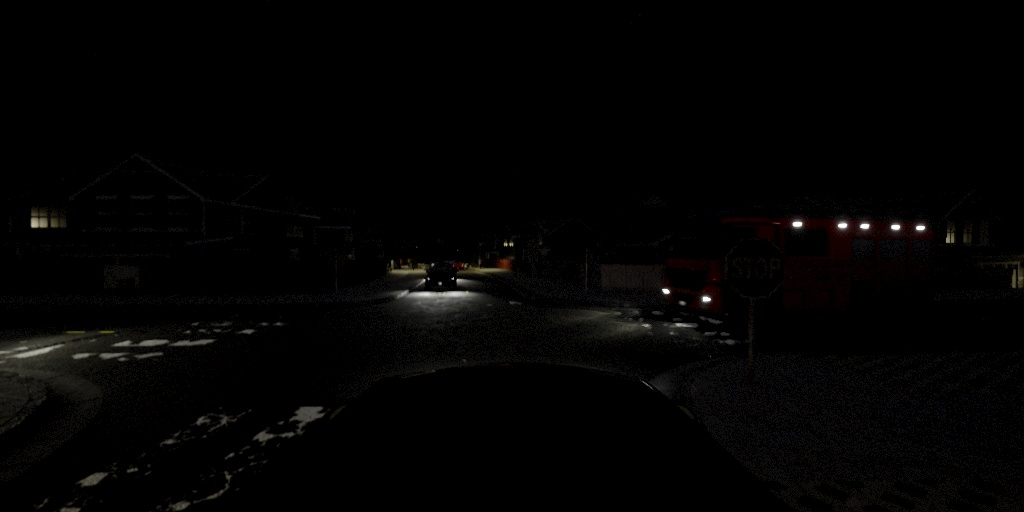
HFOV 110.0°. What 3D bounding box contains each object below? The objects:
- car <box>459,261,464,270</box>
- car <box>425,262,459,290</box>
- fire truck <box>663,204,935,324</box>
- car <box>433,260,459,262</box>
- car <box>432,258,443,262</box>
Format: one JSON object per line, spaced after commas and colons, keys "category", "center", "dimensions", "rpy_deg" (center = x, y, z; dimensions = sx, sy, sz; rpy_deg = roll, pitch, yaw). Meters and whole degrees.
{"category": "car", "center": [-8.271, 1.431, 52.915], "dimensions": [1.895, 1.301, 4.718], "rpy_deg": [0, 0, -15]}
{"category": "car", "center": [-4.477, 1.319, 22.999], "dimensions": [1.812, 1.442, 4.674], "rpy_deg": [0, 0, -8]}
{"category": "fire truck", "center": [10.034, 0.224, 12.875], "dimensions": [8.468, 3.827, 2.891], "rpy_deg": [1, 1, -9]}
{"category": "car", "center": [-6.216, 1.376, 33.303], "dimensions": [1.994, 1.385, 4.181], "rpy_deg": [0, 0, -11]}
{"category": "car", "center": [-10.162, 1.191, 49.361], "dimensions": [2.097, 1.767, 4.553], "rpy_deg": [0, 0, -15]}
